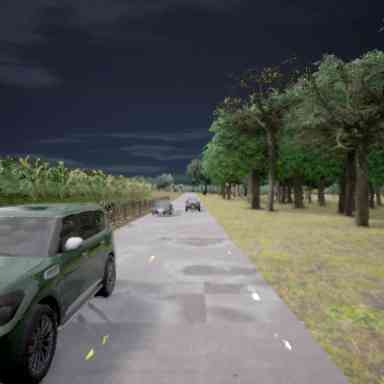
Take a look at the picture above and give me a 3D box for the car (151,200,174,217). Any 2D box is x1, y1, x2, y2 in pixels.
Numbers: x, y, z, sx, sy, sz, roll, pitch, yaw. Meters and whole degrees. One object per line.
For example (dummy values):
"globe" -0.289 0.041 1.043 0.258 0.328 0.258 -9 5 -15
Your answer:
"car" -2.811 1.540 32.499 2.128 1.511 4.902 0 0 0

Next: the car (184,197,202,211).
"car" 0.107 1.574 40.523 1.812 1.442 4.674 0 0 0

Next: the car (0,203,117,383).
"car" -2.839 1.239 5.728 2.150 2.045 5.566 0 -1 0

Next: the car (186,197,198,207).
"car" 0.007 1.523 52.126 1.882 1.535 5.008 0 0 0
